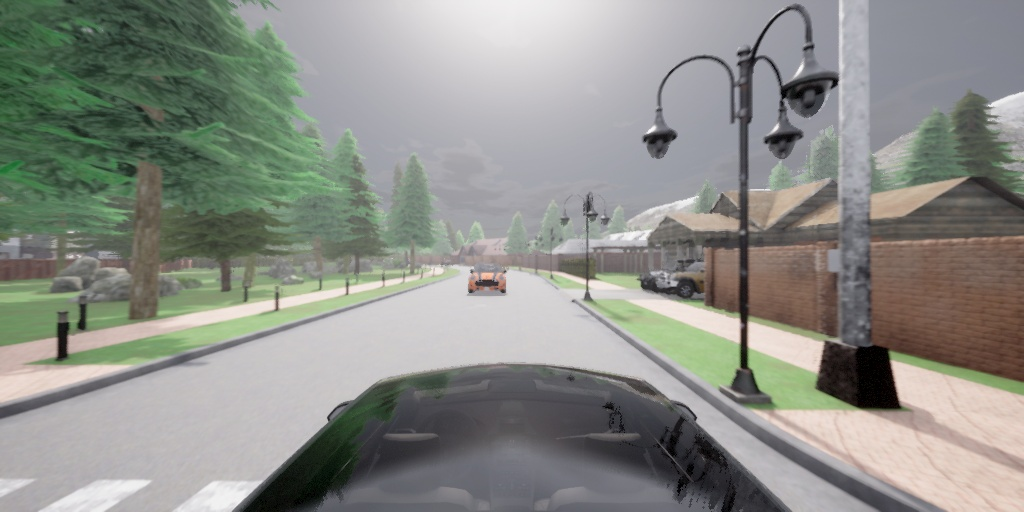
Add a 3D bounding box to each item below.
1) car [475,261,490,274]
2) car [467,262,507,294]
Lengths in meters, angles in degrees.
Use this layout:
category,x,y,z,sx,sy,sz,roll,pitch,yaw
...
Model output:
category,x,y,z,sx,sy,sz,roll,pitch,yaw
car,-4.167,1.574,50.288,1.837,1.490,4.892,0,2,-8
car,-1.372,1.203,21.369,2.097,1.767,4.553,0,-1,-1
